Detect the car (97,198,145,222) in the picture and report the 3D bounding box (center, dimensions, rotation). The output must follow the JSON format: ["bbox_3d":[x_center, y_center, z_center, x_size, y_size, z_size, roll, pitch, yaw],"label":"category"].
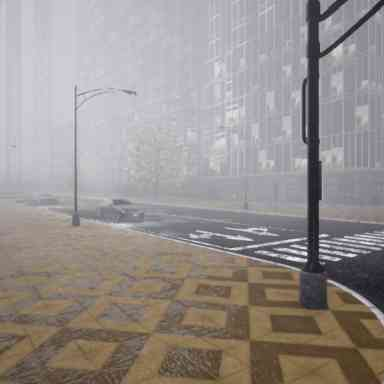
[{"bbox_3d":[-5.036,1.155,23.045,1.812,1.442,4.674,0,1,-38],"label":"car"}]

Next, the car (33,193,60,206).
[{"bbox_3d":[-16.553,0.833,37.777,1.994,1.385,4.181,0,1,-38],"label":"car"}]
